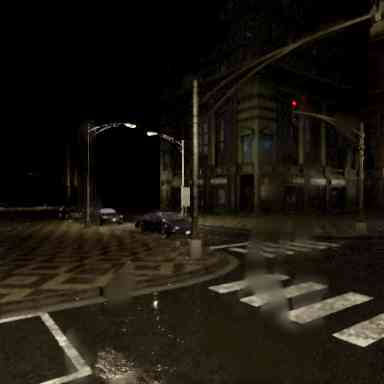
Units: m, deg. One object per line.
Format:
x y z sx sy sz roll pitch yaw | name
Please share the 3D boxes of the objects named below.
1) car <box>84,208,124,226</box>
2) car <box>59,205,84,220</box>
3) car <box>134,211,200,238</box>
-7.495 2.115 28.832 1.994 1.385 4.181 0 -1 -35 | car
-13.400 2.236 37.145 1.837 1.490 4.892 0 -1 -35 | car
-1.746 1.924 20.752 2.033 1.411 5.357 0 -1 -35 | car
